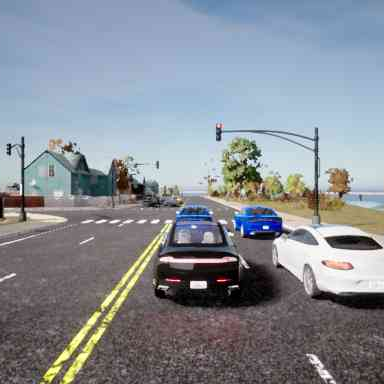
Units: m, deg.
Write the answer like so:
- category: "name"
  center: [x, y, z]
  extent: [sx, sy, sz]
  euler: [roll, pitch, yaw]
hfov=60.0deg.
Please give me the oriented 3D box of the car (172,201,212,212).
- category: "car"
  center: [0.133, 1.479, 18.030]
  extent: [1.882, 1.535, 5.008]
  euler: [0, 0, 1]

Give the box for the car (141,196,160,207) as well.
- category: "car"
  center: [-6.471, 1.532, 50.320]
  extent: [1.837, 1.490, 4.892]
  euler: [0, 0, 0]

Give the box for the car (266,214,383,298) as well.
- category: "car"
  center: [3.366, 1.526, 8.365]
  extent: [1.812, 1.442, 4.674]
  euler: [0, 0, 0]

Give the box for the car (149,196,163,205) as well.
- category: "car"
  center: [-6.432, 1.545, 59.955]
  extent: [1.837, 1.490, 4.892]
  euler: [0, 0, 0]

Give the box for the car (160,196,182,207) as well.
- category: "car"
  center: [-3.182, 1.576, 51.432]
  extent: [2.033, 1.411, 5.357]
  euler: [0, 0, 3]

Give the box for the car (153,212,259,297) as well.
- category: "car"
  center: [0.121, 1.491, 8.535]
  extent: [2.128, 1.511, 4.902]
  euler: [0, 0, 0]

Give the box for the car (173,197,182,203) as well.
- category: "car"
  center: [-3.080, 1.656, 71.821]
  extent: [1.895, 1.301, 4.718]
  euler: [0, 0, 0]

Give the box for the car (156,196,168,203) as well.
- category: "car"
  center: [-6.331, 1.600, 71.310]
  extent: [2.033, 1.411, 5.357]
  euler: [0, 0, 0]

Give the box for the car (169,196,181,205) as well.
- category: "car"
  center: [-3.164, 1.521, 61.836]
  extent: [1.882, 1.535, 5.008]
  euler: [0, 0, 0]

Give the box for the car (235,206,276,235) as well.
- category: "car"
  center: [3.391, 1.479, 17.702]
  extent: [1.882, 1.535, 5.008]
  euler: [0, 0, 0]
